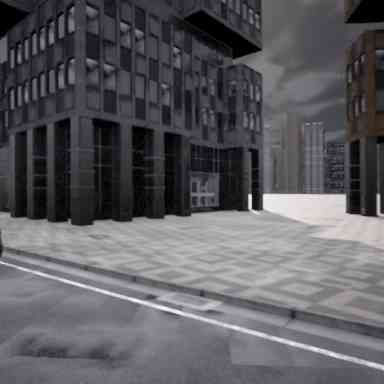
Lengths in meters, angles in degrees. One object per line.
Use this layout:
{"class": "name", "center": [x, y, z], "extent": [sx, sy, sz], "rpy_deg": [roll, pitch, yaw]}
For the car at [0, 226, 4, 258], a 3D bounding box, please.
{"class": "car", "center": [-7.672, 1.215, 9.796], "extent": [5.566, 2.045, 2.150], "rpy_deg": [0, 0, 38]}
